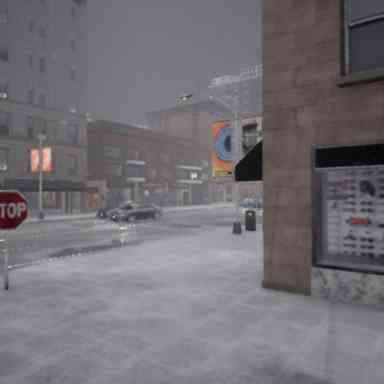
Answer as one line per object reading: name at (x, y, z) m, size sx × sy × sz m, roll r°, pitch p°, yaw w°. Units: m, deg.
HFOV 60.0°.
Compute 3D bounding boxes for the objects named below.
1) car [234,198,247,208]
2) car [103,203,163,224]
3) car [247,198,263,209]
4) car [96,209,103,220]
car at (7.961, 1.633, 49.072) m, size 1.812 × 1.442 × 4.674 m, roll 0°, pitch 0°, yaw 36°
car at (-4.347, 1.627, 26.393) m, size 1.837 × 1.490 × 4.892 m, roll 0°, pitch 0°, yaw 36°
car at (9.980, 1.564, 46.325) m, size 1.882 × 1.535 × 5.008 m, roll 0°, pitch 0°, yaw 36°
car at (-6.331, 1.707, 29.206) m, size 1.994 × 1.385 × 4.181 m, roll 0°, pitch 0°, yaw 36°
